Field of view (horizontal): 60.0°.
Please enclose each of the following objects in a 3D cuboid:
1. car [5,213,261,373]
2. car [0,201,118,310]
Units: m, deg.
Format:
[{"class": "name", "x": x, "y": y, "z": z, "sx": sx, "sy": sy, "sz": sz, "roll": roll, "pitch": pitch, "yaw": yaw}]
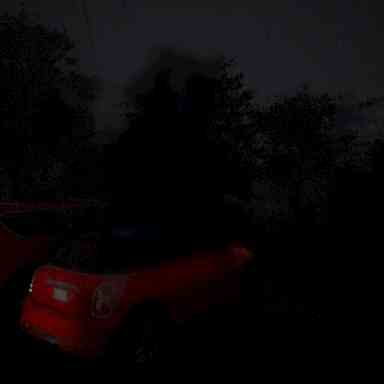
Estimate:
[{"class": "car", "x": -0.484, "y": 1.356, "z": 6.065, "sx": 2.185, "sy": 1.767, "sz": 4.553, "roll": 0, "pitch": 0, "yaw": 35}, {"class": "car", "x": -2.819, "y": 1.231, "z": 7.802, "sx": 2.435, "sy": 2.045, "sz": 5.566, "roll": 0, "pitch": 0, "yaw": 35}]
